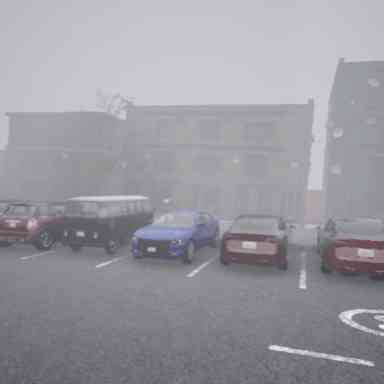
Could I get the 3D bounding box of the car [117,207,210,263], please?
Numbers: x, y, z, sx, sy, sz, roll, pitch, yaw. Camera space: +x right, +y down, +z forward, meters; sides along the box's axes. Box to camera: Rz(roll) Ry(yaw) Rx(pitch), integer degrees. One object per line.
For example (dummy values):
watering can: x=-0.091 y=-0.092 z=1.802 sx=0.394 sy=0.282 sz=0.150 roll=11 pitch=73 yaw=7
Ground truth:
car: x=-0.358 y=1.400 z=12.024 sx=2.097 sy=1.535 sz=5.008 roll=1 pitch=0 yaw=19

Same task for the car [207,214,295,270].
car: x=2.301 y=1.473 z=11.138 sx=2.163 sy=1.488 sz=4.792 roll=1 pitch=0 yaw=19

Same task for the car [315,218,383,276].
car: x=4.952 y=1.515 z=10.229 sx=2.163 sy=1.488 sz=4.792 roll=1 pitch=0 yaw=19

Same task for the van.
van: x=-2.970 y=1.131 z=13.037 sx=1.878 sy=1.987 sz=4.442 roll=1 pitch=0 yaw=19

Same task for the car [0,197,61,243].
car: x=-8.302 y=1.146 z=14.774 sx=2.185 sy=1.767 sz=4.553 roll=1 pitch=0 yaw=19

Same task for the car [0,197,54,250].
car: x=-5.671 y=1.189 z=13.806 sx=2.185 sy=1.767 sz=4.553 roll=1 pitch=0 yaw=19

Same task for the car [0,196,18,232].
car: x=-10.954 y=1.103 z=15.682 sx=2.185 sy=1.767 sz=4.553 roll=1 pitch=0 yaw=19
